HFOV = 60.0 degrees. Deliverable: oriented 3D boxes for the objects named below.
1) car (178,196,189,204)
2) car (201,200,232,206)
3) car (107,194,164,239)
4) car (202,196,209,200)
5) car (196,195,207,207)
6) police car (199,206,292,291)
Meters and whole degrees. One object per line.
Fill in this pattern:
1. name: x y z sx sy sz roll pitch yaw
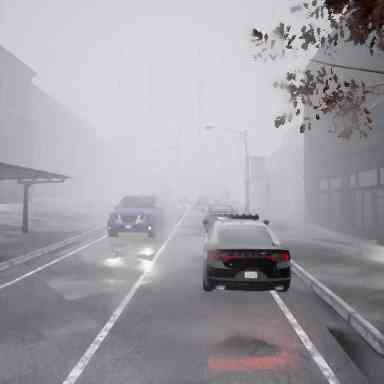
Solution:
1. car: -1.454 1.352 59.247 1.895 1.301 4.718 0 0 2
2. car: 1.604 1.437 19.001 1.837 1.490 4.892 0 0 2
3. car: -2.737 1.166 17.451 2.150 2.045 5.566 0 0 2
4. car: 1.826 1.348 25.193 1.801 1.575 5.366 0 0 2
5. car: 1.569 1.392 45.902 1.895 1.301 4.718 0 0 2
6. police car: 1.245 1.412 9.108 1.930 1.638 5.238 0 0 2
